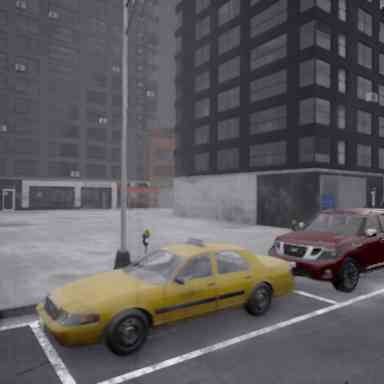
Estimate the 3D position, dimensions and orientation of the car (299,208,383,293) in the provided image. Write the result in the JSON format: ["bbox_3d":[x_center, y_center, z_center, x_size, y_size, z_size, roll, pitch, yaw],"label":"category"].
[{"bbox_3d":[4.398,1.405,9.322,5.009,1.841,2.192,1,0,-35],"label":"car"}]

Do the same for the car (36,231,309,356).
[{"bbox_3d":[-0.148,1.559,6.083,4.829,1.417,1.752,1,0,-35],"label":"car"}]
